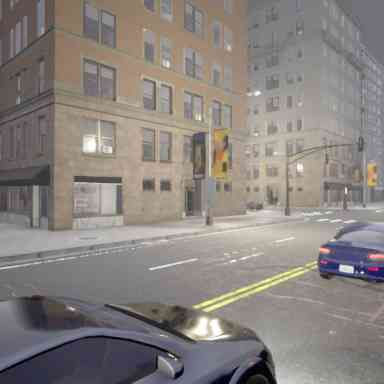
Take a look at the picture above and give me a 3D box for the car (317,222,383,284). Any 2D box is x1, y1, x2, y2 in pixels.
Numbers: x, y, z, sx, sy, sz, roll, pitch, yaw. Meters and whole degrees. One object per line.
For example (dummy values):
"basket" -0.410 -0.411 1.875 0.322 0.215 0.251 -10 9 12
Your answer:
"car" 4.972 1.527 8.993 1.812 1.442 4.674 0 0 43

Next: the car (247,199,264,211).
"car" 6.456 1.549 39.995 4.181 1.385 1.994 0 0 43

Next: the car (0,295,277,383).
"car" -1.055 1.564 2.555 1.994 1.385 4.181 0 0 43
